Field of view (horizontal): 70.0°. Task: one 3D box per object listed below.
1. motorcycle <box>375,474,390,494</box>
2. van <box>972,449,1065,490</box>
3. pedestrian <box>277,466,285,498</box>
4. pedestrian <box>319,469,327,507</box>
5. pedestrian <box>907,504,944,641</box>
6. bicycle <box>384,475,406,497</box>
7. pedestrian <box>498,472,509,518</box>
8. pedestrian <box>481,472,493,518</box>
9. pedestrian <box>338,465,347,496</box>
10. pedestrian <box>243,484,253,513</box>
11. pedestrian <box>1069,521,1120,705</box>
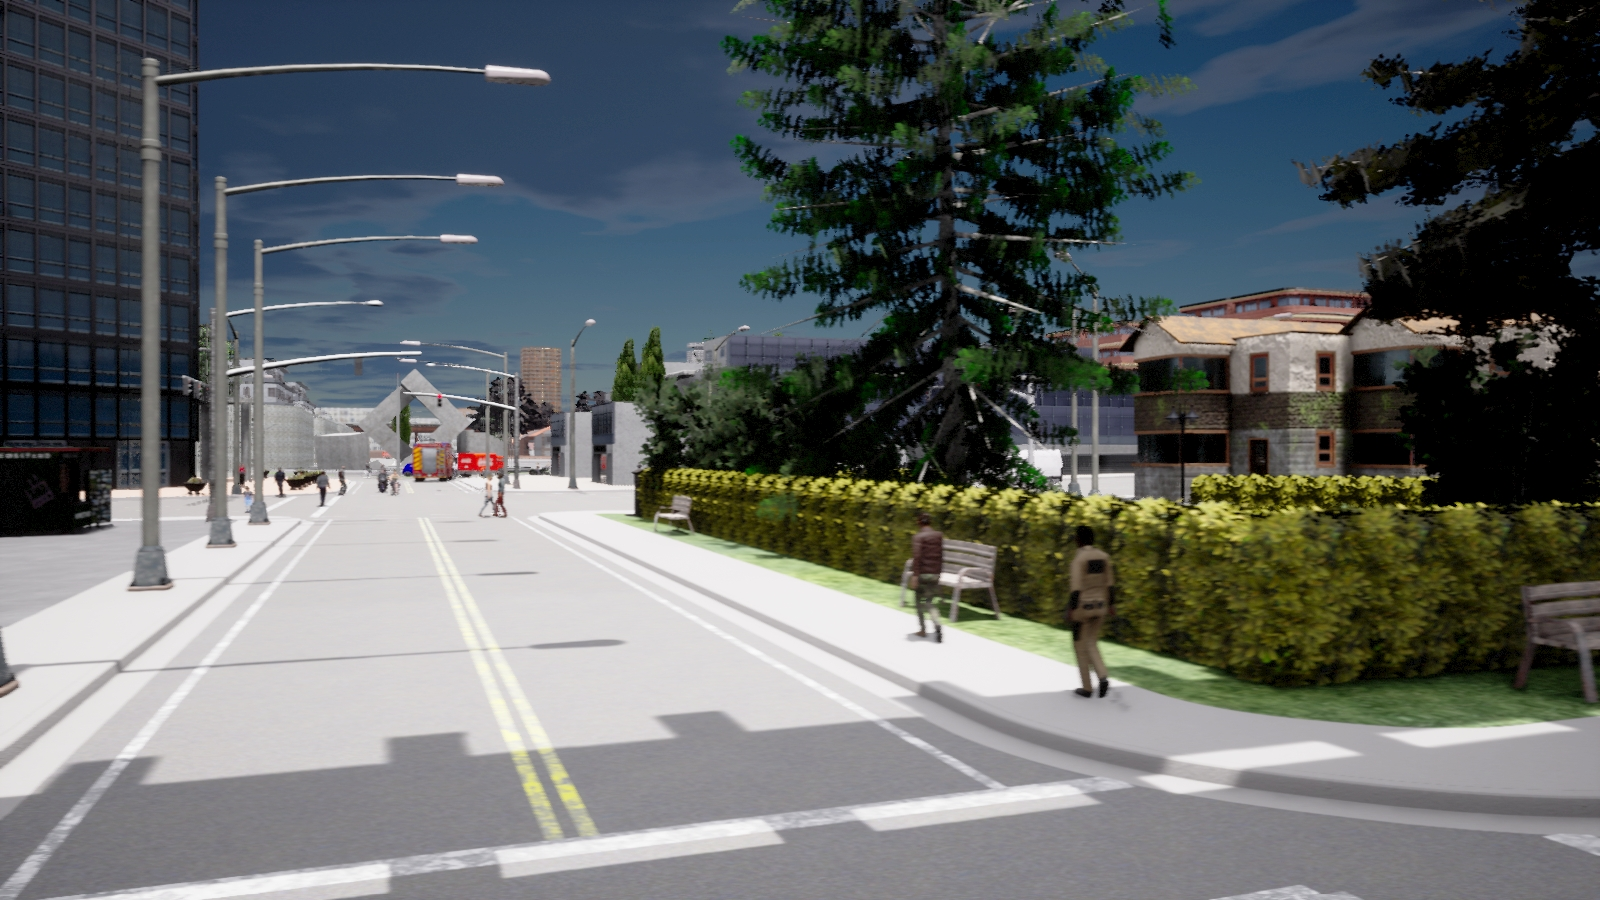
[{"bbox_3d":[-27.190,2.203,74.374,0.867,1.254,2.209,0,0,-21],"label":"motorcycle"},{"bbox_3d":[14.754,1.285,77.038,5.915,2.561,1.988,-1,0,-20],"label":"van"},{"bbox_3d":[-30.677,1.887,67.503,0.375,1.860,0.375,0,0,-20],"label":"pedestrian"},{"bbox_3d":[-23.701,1.886,56.769,0.375,1.860,0.375,0,0,-19],"label":"pedestrian"},{"bbox_3d":[1.748,1.698,15.952,0.375,1.860,0.375,0,0,-21],"label":"pedestrian"},{"bbox_3d":[-24.675,2.166,69.602,0.859,1.301,1.487,2,-1,-36],"label":"bicycle"},{"bbox_3d":[-12.168,1.848,46.894,0.375,1.860,0.375,0,0,-20],"label":"pedestrian"},{"bbox_3d":[-12.933,1.848,47.190,0.375,1.860,0.375,0,0,-38],"label":"pedestrian"},{"bbox_3d":[-28.165,1.875,70.331,0.375,1.860,0.375,0,0,43],"label":"pedestrian"},{"bbox_3d":[-24.689,2.175,51.131,0.375,1.300,0.375,0,0,-19],"label":"pedestrian"},{"bbox_3d":[3.097,1.697,12.020,0.375,1.860,0.375,0,0,-22],"label":"pedestrian"}]
